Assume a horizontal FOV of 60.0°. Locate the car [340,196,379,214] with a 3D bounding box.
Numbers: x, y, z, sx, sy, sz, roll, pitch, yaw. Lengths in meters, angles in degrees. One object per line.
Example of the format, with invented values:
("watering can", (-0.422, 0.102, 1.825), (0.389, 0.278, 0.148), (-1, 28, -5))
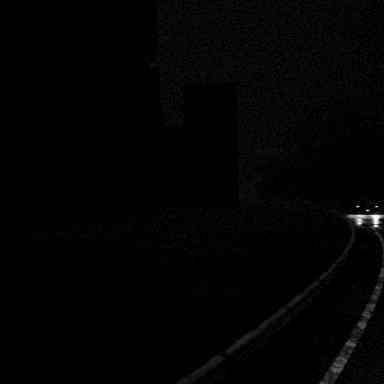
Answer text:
("car", (14.403, 1.048, 28.942), (2.033, 1.411, 5.357), (-1, 0, 11))
